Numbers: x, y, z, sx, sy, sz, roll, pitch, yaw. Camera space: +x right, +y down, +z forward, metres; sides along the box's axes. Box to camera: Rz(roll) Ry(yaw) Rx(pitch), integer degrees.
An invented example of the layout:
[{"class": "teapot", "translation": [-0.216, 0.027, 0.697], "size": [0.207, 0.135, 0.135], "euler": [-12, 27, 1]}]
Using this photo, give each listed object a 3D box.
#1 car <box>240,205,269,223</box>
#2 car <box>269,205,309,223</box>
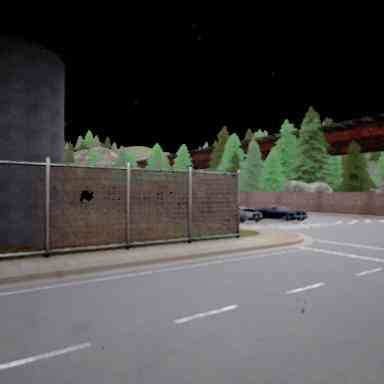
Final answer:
[{"class": "car", "translation": [3.733, 1.721, 26.942], "size": [1.994, 1.385, 4.181], "euler": [1, 0, -36]}, {"class": "car", "translation": [7.321, 1.787, 27.953], "size": [1.895, 1.301, 4.718], "euler": [1, 0, -36]}]
